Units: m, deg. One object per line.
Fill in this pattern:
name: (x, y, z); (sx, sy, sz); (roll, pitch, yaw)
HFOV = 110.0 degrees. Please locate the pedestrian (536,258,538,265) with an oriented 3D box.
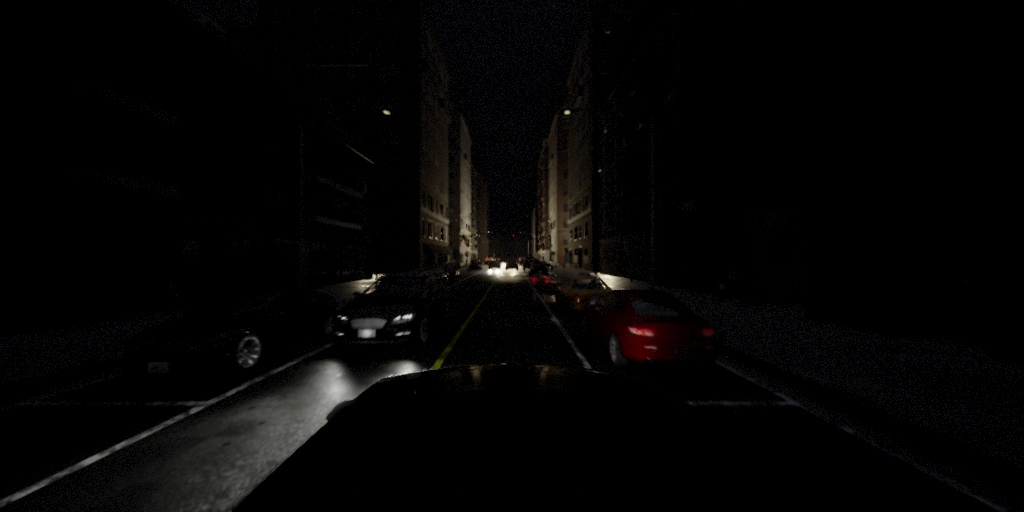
pedestrian: (2.755, 1.117, 40.245); (0.375, 1.860, 0.375); (0, 0, 0)

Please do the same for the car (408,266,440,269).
car: (-5.385, 1.329, 19.003); (1.888, 1.381, 4.507); (0, 0, 0)

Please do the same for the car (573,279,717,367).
car: (2.638, 1.344, 7.638); (1.802, 1.307, 4.207); (0, 0, 0)

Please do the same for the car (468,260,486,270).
car: (-5.380, 1.286, 53.097); (1.967, 1.591, 4.097); (0, 0, 0)

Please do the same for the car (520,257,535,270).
car: (2.645, 1.161, 53.096); (2.192, 1.841, 5.009); (0, 0, 0)

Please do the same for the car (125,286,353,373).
car: (-5.387, 1.328, 7.638); (1.948, 1.339, 4.313); (0, 0, 0)

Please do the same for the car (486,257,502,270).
car: (-2.746, 1.347, 57.147); (2.128, 1.511, 4.902); (0, 0, 0)

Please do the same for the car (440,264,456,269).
car: (-5.384, 1.345, 24.685); (2.007, 1.370, 4.403); (0, 0, 0)

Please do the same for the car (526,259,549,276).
car: (2.755, 1.345, 37.408); (1.812, 1.442, 4.674); (0, 0, 0)

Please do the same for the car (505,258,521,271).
car: (0.015, 1.371, 52.449); (1.812, 1.442, 4.674); (0, 0, 0)

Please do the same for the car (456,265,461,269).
car: (-5.384, 1.350, 30.368); (1.888, 1.381, 4.507); (0, 0, 0)

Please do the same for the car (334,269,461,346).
car: (-2.849, 1.257, 9.482); (2.128, 1.511, 4.902); (0, 0, 0)

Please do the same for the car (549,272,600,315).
car: (2.639, 1.298, 13.490); (1.751, 1.417, 4.829); (0, 0, 0)

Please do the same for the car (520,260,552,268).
car: (4.280, 1.401, 64.518); (5.357, 1.411, 2.033); (0, 0, -22)
